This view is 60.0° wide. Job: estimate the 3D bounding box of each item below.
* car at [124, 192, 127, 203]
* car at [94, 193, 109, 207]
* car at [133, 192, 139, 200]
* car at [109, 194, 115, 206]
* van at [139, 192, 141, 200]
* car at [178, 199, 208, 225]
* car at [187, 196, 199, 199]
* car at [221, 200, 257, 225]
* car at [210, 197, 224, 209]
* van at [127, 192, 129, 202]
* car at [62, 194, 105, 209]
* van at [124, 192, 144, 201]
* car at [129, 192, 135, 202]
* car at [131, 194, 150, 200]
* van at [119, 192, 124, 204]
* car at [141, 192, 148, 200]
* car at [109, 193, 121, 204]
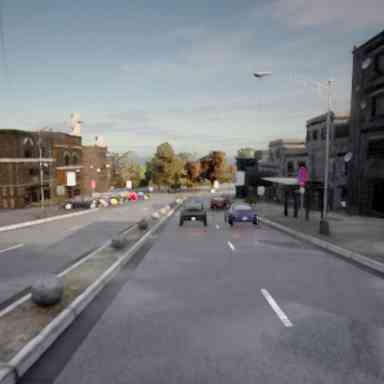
[{"bbox_3d":[-14.036,1.206,57.288,4.553,1.767,2.185,-1,0,-20],"label":"car"},{"bbox_3d":[-14.065,1.244,45.082,4.553,1.767,2.185,-1,0,-20],"label":"car"},{"bbox_3d":[-14.114,1.054,66.405,5.566,2.045,2.435,-1,0,-20],"label":"car"},{"bbox_3d":[-14.072,1.389,48.126,4.792,1.488,2.163,-1,0,-20],"label":"car"},{"bbox_3d":[-13.994,1.060,72.554,4.442,1.987,1.878,-1,0,-20],"label":"van"},{"bbox_3d":[0.095,1.462,23.736,1.837,1.490,4.892,0,0,0],"label":"car"},{"bbox_3d":[0.096,1.277,42.183,2.097,1.767,4.553,0,0,0],"label":"car"},{"bbox_3d":[3.342,1.484,23.291,1.812,1.442,4.674,0,0,0],"label":"car"},{"bbox_3d":[3.348,1.401,43.188,1.882,1.535,5.008,0,0,0],"label":"car"},{"bbox_3d":[-14.183,1.099,60.282,4.442,1.987,1.878,-1,0,-20],"label":"van"},{"bbox_3d":[-14.004,1.380,42.040,4.892,1.521,2.231,-1,0,-20],"label":"car"},{"bbox_3d":[-14.231,1.037,81.604,4.442,1.987,1.878,-1,0,-20],"label":"van"},{"bbox_3d":[-14.074,1.315,63.374,4.892,1.521,2.231,-1,0,-20],"label":"car"},{"bbox_3d":[-14.130,1.236,90.782,4.892,1.521,2.231,-1,0,-20],"label":"car"},{"bbox_3d":[-13.953,1.113,54.280,4.442,1.987,1.878,-1,0,-20],"label":"van"},{"bbox_3d":[-14.091,1.018,78.616,5.566,2.045,2.435,-1,0,-20],"label":"car"},{"bbox_3d":[-14.227,1.349,51.120,5.366,1.575,1.946,-1,0,-20],"label":"car"}]
